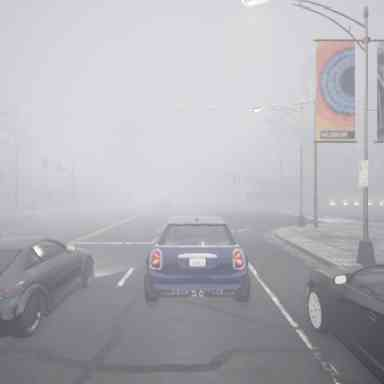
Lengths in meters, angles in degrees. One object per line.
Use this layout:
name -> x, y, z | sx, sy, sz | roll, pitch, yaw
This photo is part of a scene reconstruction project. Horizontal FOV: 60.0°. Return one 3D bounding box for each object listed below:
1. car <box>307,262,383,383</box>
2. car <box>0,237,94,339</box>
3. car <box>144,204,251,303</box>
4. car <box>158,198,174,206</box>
car -> 2.901, 1.480, 3.733 | 2.097, 1.535, 5.008 | 0, 0, 0
car -> -3.400, 1.565, 6.581 | 1.994, 1.385, 4.181 | 0, 0, 0
car -> 0.101, 1.352, 8.396 | 2.097, 1.767, 4.553 | 0, 0, 0
car -> -3.390, 1.552, 43.626 | 2.033, 1.411, 5.357 | 0, 0, 0
